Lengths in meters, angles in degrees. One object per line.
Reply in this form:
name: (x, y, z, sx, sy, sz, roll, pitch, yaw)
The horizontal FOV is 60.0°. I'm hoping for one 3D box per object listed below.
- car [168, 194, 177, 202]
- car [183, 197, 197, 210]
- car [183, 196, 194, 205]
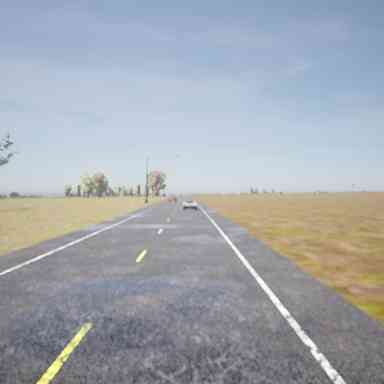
car: (-4.699, 1.399, 80.122, 2.150, 2.045, 5.566, 0, 0, -2)
car: (-0.298, 1.674, 44.929, 1.895, 1.301, 4.718, 0, 0, -1)
car: (-0.663, 1.613, 63.029, 2.128, 1.511, 4.902, 0, 0, -1)
